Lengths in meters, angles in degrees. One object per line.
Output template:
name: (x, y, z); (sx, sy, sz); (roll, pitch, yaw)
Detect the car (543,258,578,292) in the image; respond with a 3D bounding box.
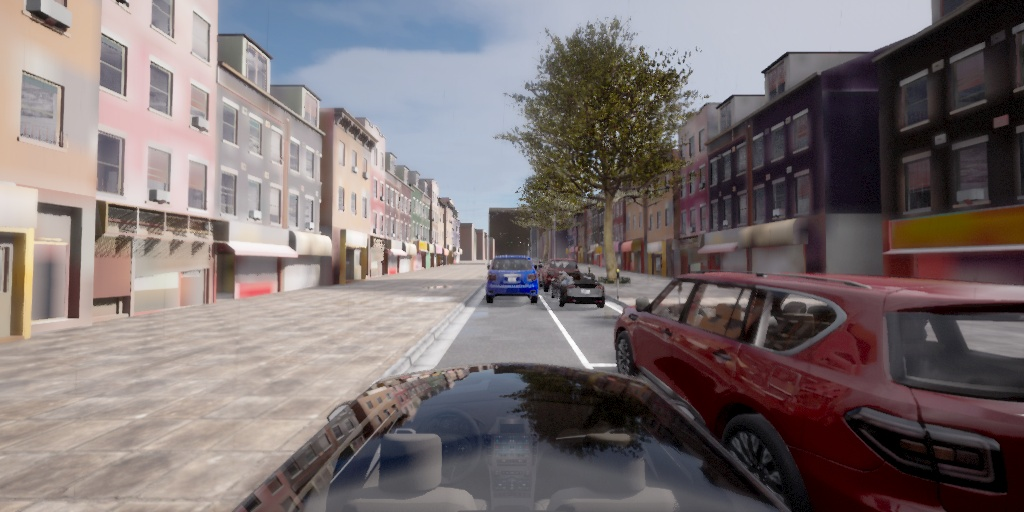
car: (2.640, 1.038, 20.558); (2.192, 1.841, 5.009); (0, 0, 0)

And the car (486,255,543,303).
car: (0.000, 0.993, 16.536); (2.150, 2.045, 5.566); (0, 0, 0)

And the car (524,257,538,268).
car: (3.015, 0.985, 57.434); (1.882, 1.535, 5.008); (0, 0, 0)

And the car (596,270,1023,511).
car: (2.640, 1.064, 3.882); (2.192, 1.841, 5.009); (0, 0, 0)

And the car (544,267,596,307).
car: (2.640, 1.304, 14.998); (1.948, 1.339, 4.313); (0, 0, 0)

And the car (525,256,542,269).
car: (2.988, 0.906, 50.399); (2.097, 1.767, 4.553); (0, 0, 0)
